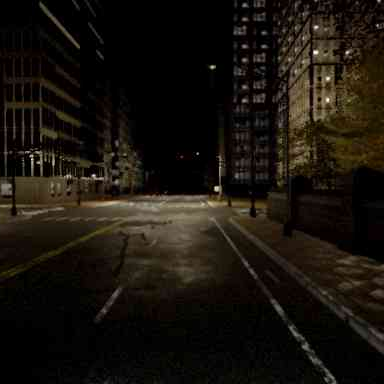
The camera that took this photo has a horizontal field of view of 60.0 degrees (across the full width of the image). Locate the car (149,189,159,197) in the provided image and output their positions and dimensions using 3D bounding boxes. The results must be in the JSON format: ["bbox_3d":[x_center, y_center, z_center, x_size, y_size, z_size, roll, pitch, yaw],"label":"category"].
[{"bbox_3d":[-9.712,0.161,85.262,2.150,2.045,5.566,0,0,0],"label":"car"}]

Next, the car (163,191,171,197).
[{"bbox_3d":[-6.462,0.460,85.293,2.128,1.511,4.902,0,0,0],"label":"car"}]
